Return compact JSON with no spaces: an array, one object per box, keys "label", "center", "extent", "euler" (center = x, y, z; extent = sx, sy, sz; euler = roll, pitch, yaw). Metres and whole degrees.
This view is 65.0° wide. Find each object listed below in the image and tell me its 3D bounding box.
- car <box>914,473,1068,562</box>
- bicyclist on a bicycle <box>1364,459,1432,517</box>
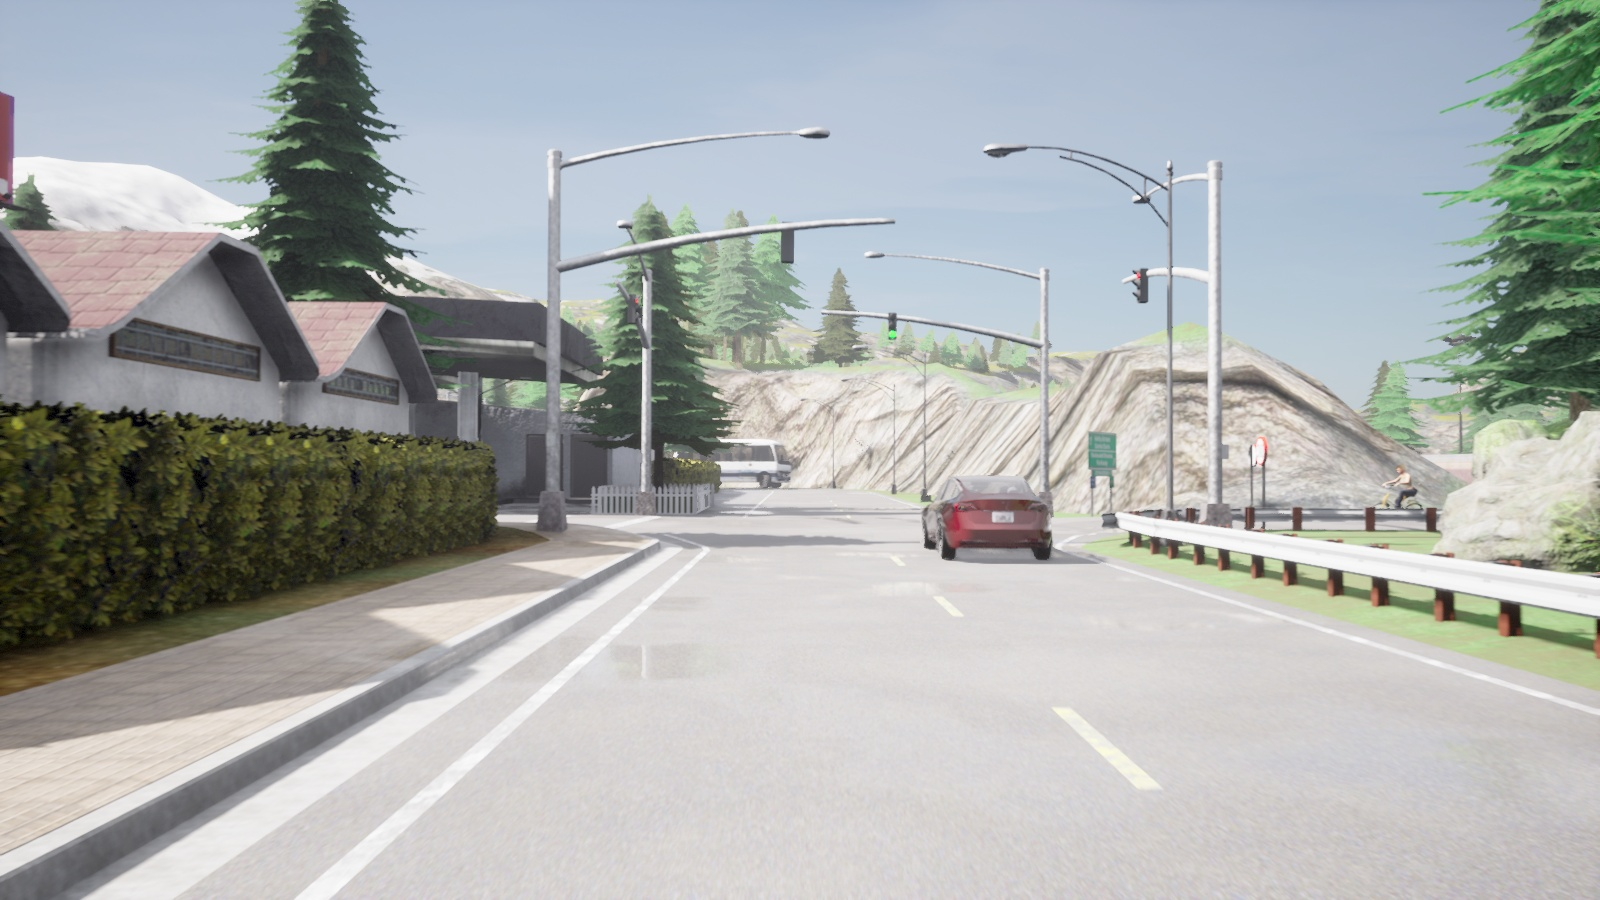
[{"label":"car","center":[3.451,1.187,23.698],"extent":[2.163,1.488,4.792],"euler":[0,-1,0]},{"label":"bicyclist on a bicycle","center":[17.003,1.075,35.724],"extent":[1.509,1.612,0.866],"euler":[0,-1,-1]}]
